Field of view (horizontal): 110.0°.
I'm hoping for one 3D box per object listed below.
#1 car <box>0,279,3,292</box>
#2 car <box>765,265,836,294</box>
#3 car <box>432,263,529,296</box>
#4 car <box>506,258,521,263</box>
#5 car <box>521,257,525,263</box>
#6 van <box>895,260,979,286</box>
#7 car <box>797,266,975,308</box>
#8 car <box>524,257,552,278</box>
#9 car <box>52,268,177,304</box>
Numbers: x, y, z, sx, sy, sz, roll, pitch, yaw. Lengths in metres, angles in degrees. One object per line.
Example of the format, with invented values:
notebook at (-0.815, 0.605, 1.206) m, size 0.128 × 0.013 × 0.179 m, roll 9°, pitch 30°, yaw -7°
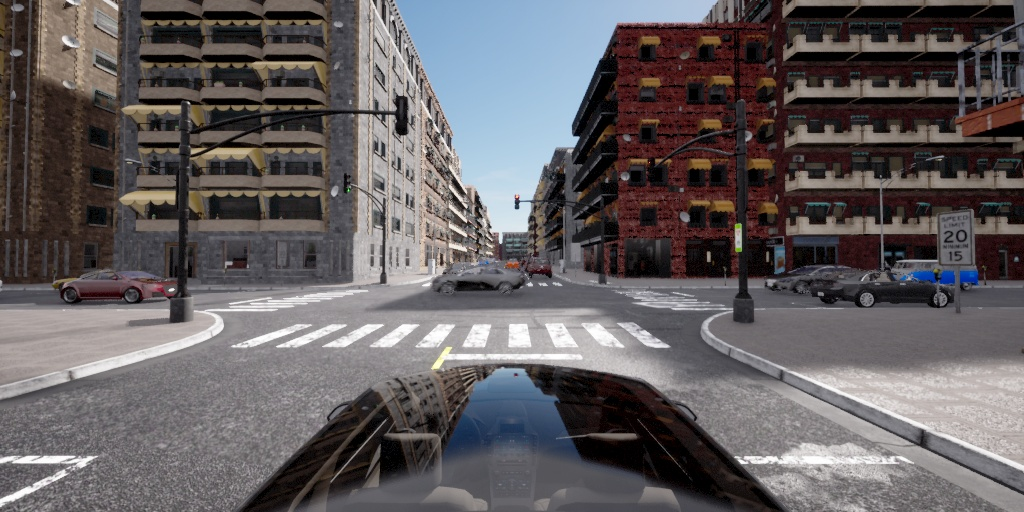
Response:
car at (-26.680, 1.027, 16.055) m, size 5.566 × 2.045 × 2.150 m, roll 0°, pitch -1°, yaw 0°
car at (16.034, 1.234, 18.846) m, size 4.902 × 1.511 × 2.128 m, roll 0°, pitch -1°, yaw 0°
car at (-1.721, 1.283, 18.909) m, size 4.902 × 1.511 × 2.128 m, roll 0°, pitch -1°, yaw 0°
car at (0.157, 1.139, 52.557) m, size 2.097 × 1.767 × 4.553 m, roll 0°, pitch 0°, yaw 0°
car at (2.615, 1.086, 44.854) m, size 2.192 × 1.841 × 5.009 m, roll 0°, pitch 0°, yaw 0°
van at (24.925, 1.115, 21.265) m, size 3.998 × 1.789 × 1.690 m, roll 0°, pitch 0°, yaw 0°
car at (13.758, 1.185, 13.425) m, size 4.403 × 1.370 × 2.007 m, roll 0°, pitch 0°, yaw 0°
car at (2.602, 1.076, 33.731) m, size 2.192 × 1.841 × 5.009 m, roll 0°, pitch 0°, yaw 0°
car at (-17.192, 1.339, 16.014) m, size 4.181 × 1.385 × 1.994 m, roll 0°, pitch -1°, yaw 0°
